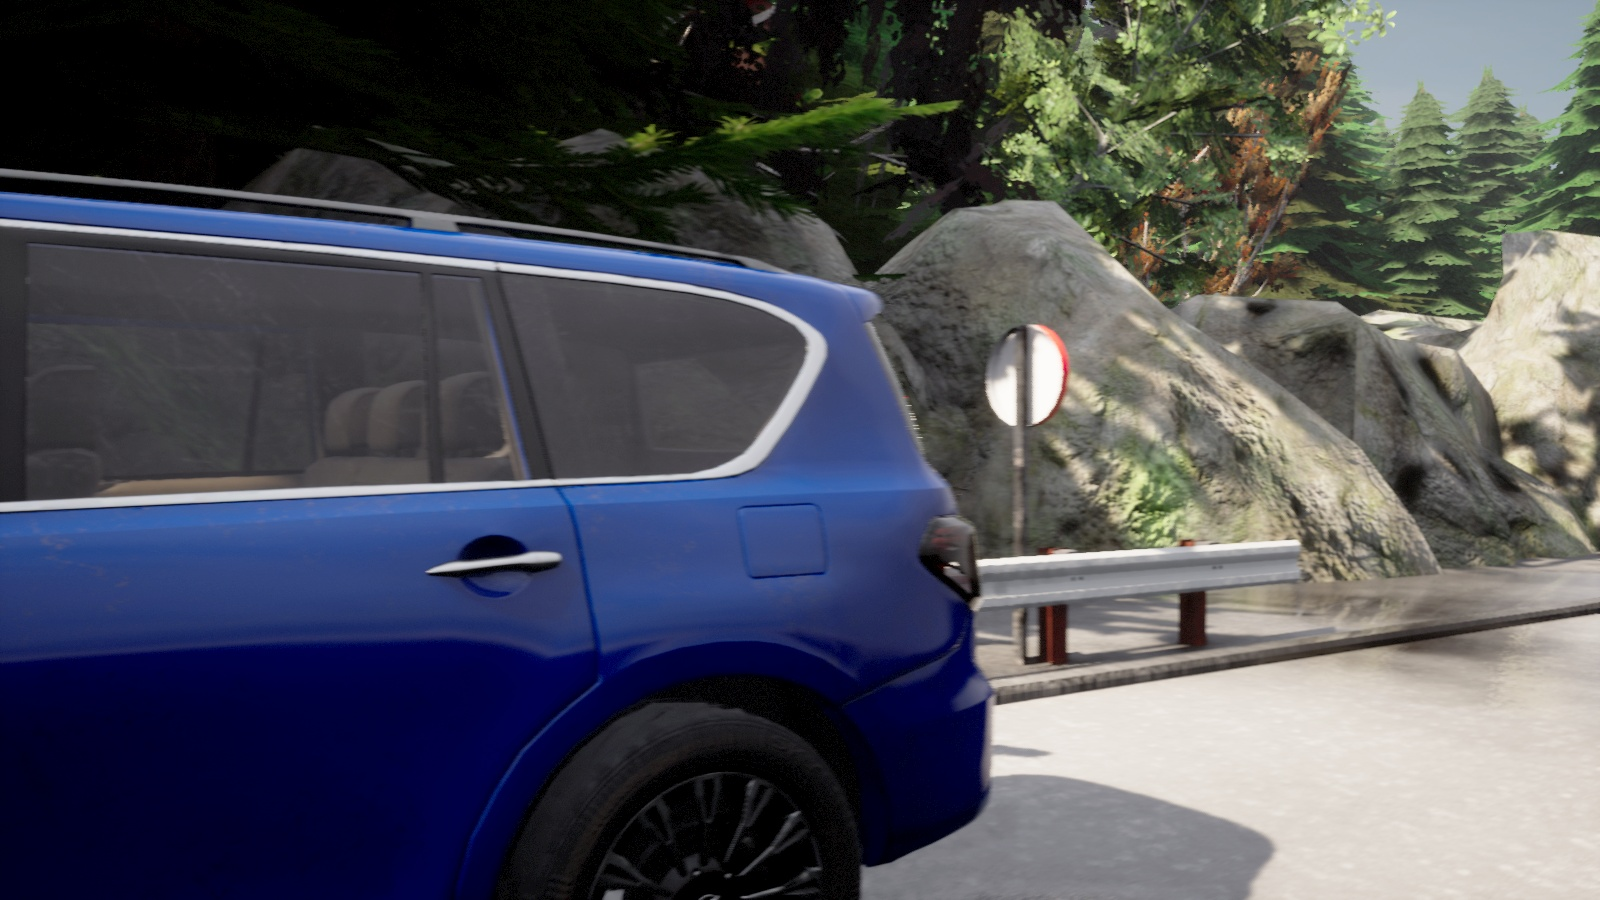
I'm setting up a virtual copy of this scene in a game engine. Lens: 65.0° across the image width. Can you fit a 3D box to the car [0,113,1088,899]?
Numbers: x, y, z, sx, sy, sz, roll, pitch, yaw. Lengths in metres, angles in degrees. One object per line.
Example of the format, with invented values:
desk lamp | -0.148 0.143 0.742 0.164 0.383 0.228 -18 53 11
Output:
car | -2.094 0.475 2.813 5.566 2.045 2.150 0 0 -35
